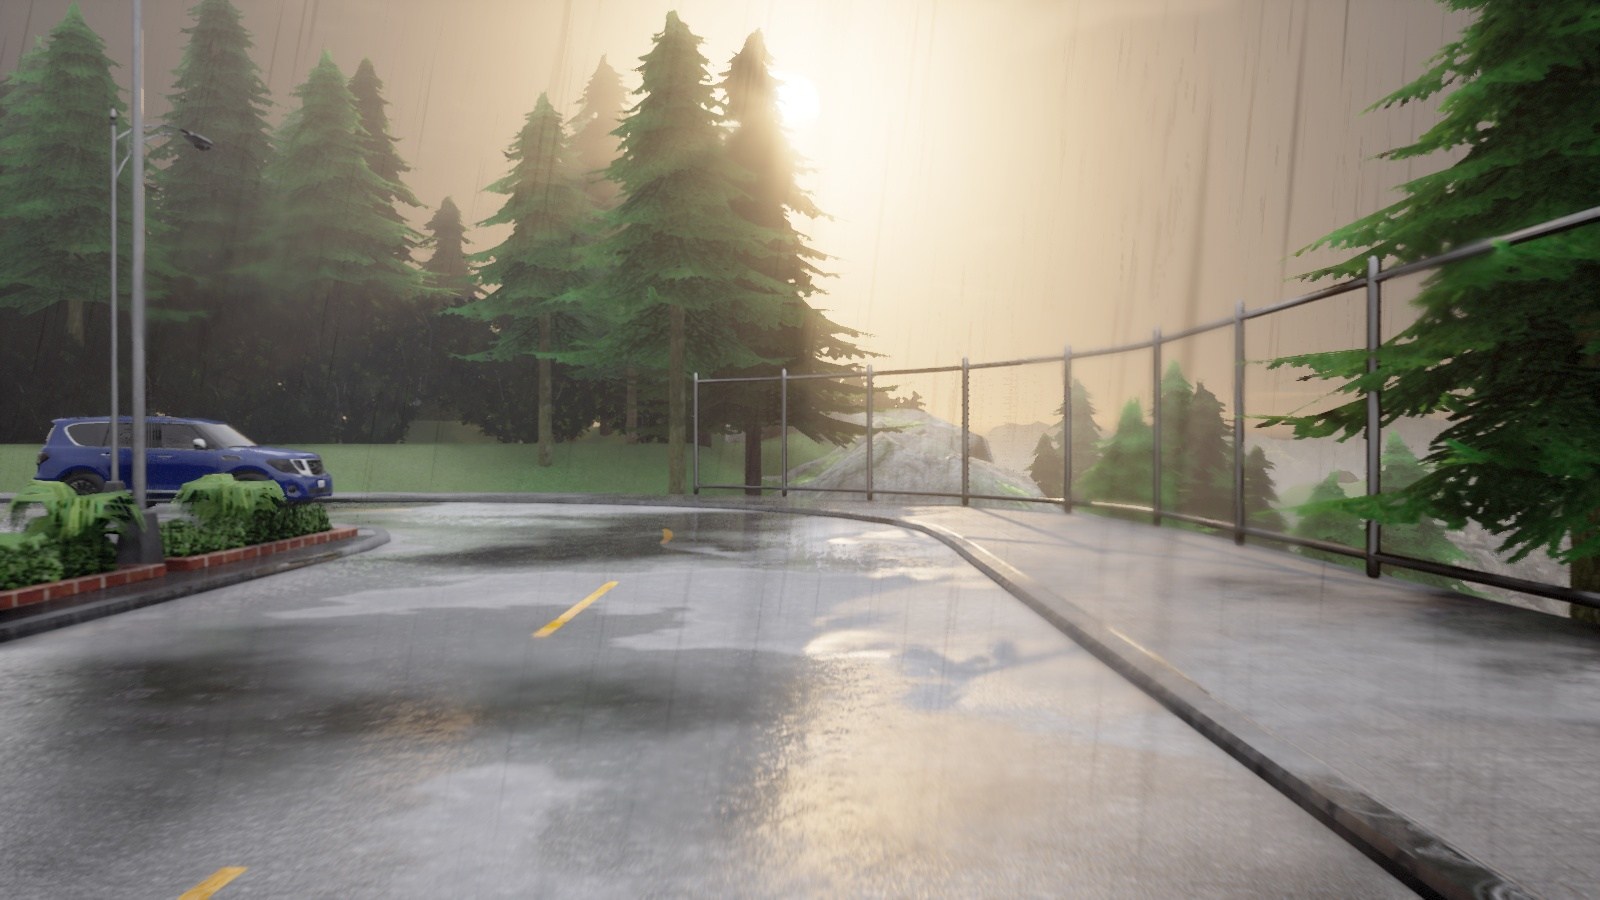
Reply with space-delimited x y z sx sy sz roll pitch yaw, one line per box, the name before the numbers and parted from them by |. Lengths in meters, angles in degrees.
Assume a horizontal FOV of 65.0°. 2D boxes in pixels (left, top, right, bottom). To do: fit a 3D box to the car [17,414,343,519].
car | -12.452 0.312 25.503 5.566 2.045 2.150 0 0 1
